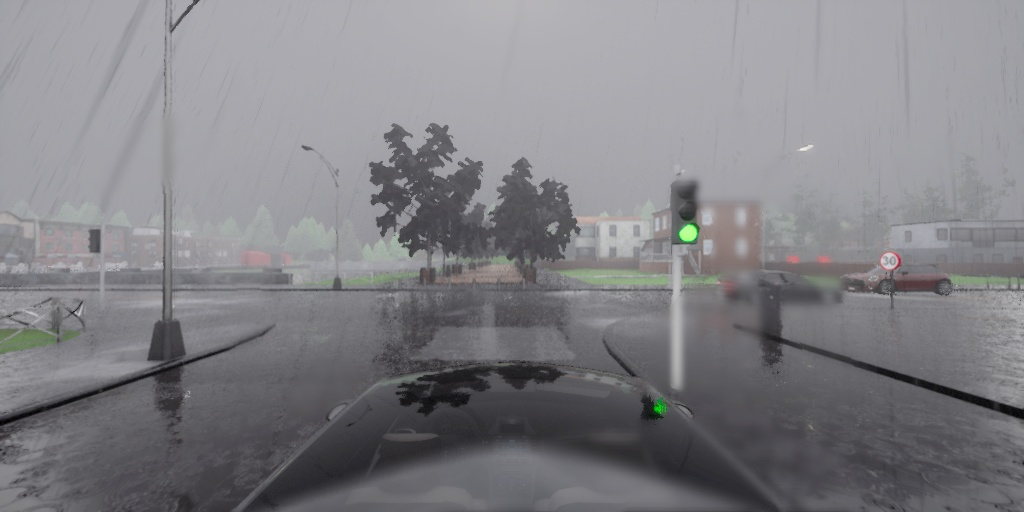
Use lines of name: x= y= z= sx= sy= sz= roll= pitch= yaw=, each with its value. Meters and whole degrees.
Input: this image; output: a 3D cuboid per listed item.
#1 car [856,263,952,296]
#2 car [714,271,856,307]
car: x=20.871 y=1.199 z=19.635 sx=4.553 sy=1.767 sz=2.097 roll=0 pitch=0 yaw=0
car: x=11.462 y=1.410 z=15.525 sx=4.892 sy=1.490 sz=1.837 roll=1 pitch=0 yaw=0
